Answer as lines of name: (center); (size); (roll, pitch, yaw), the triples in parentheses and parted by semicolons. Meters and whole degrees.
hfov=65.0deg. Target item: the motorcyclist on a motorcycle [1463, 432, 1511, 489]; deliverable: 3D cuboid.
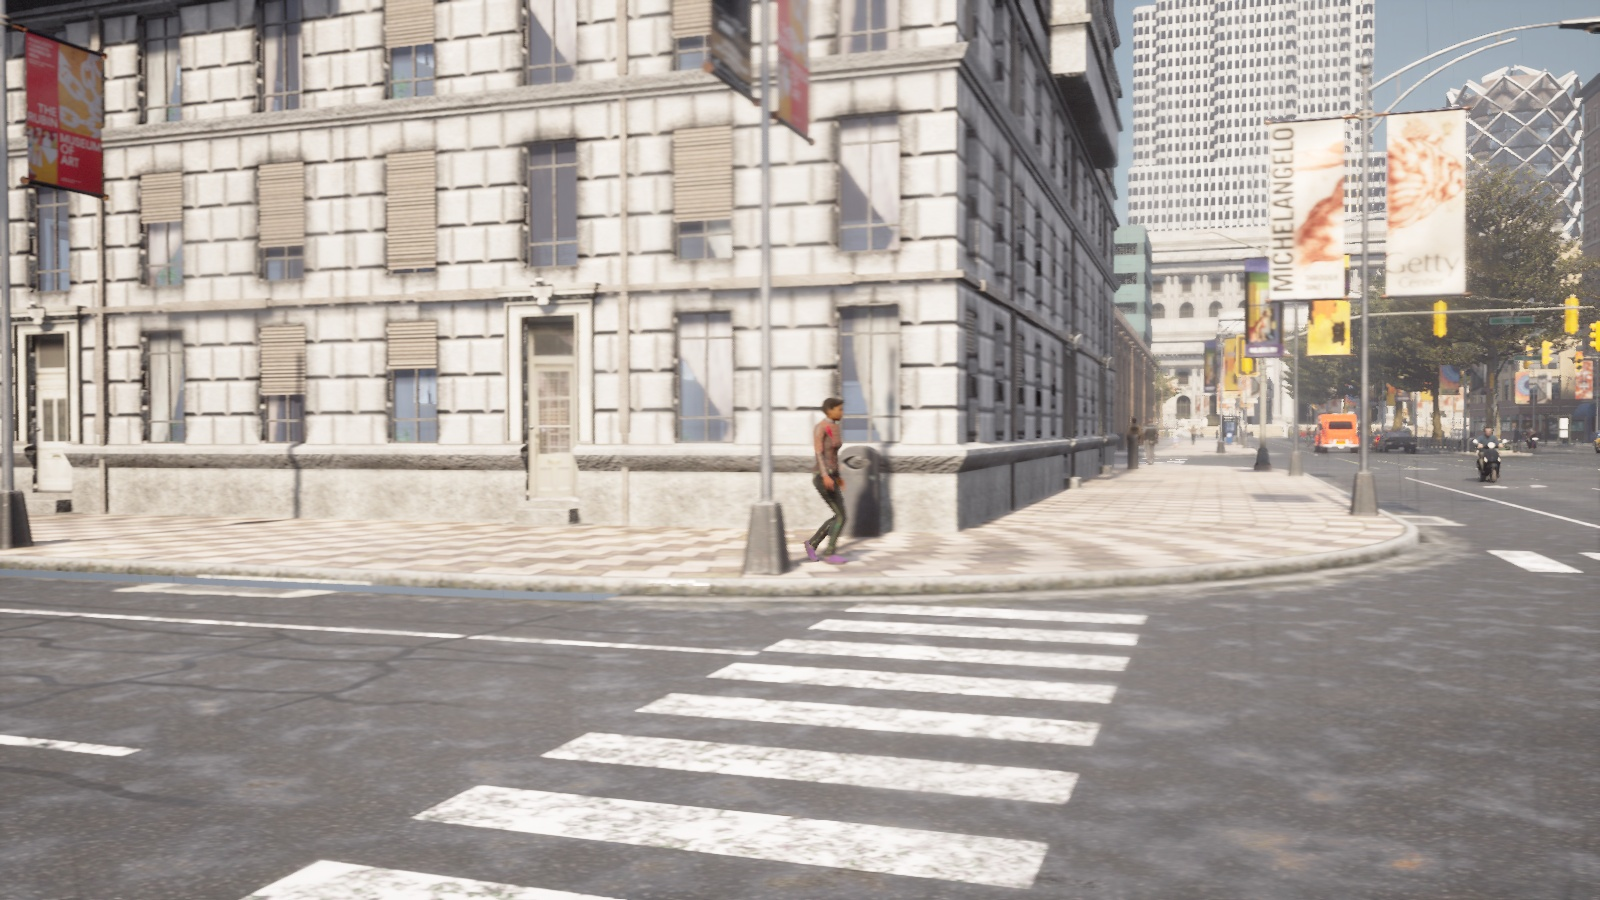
motorcyclist on a motorcycle: (19.741, 0.293, 36.118); (0.866, 1.590, 1.817); (0, 1, 18)

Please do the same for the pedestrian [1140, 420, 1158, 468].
pedestrian: (13.719, -0.234, 49.331); (0.563, 1.883, 0.849); (0, 1, 9)

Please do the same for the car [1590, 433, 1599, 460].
car: (47.832, -0.191, 73.139); (1.801, 1.575, 5.366); (1, 1, 18)

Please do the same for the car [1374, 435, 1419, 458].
car: (38.338, -0.239, 80.794); (2.033, 1.411, 5.357); (1, 1, 19)

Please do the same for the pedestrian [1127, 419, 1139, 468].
pedestrian: (13.200, -0.246, 49.767); (0.396, 1.930, 0.692); (0, 1, 8)

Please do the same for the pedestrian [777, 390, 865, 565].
pedestrian: (0.220, 0.277, 13.263); (0.869, 1.805, 0.328); (0, 1, 17)

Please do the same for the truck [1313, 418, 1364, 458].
truck: (34.654, -0.791, 81.009); (2.627, 2.467, 5.204); (1, 1, 19)
